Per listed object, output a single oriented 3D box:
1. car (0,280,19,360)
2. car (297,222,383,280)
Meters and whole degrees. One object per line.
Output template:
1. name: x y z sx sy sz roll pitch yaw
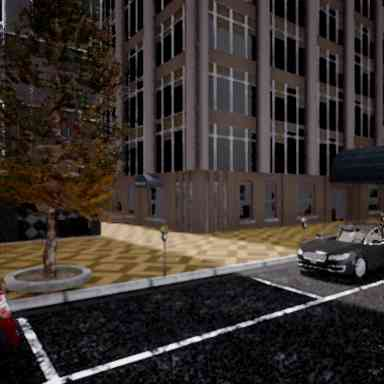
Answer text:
1. car: -4.237 1.433 3.547 4.097 1.590 1.967 1 -1 -35
2. car: 5.023 1.633 10.136 4.403 1.369 2.008 1 -1 -35
